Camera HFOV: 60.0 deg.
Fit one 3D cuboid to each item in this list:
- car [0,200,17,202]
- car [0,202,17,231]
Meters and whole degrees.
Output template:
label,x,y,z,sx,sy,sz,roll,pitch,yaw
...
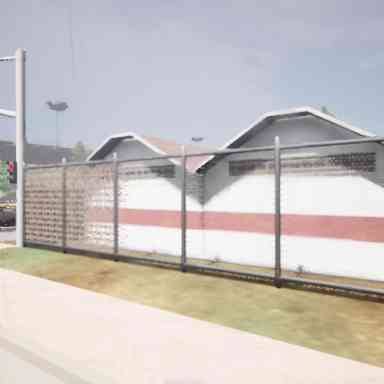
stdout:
label,x,y,z,sx,sy,sz,roll,pitch,yaw
car,-22.093,1.694,36.500,2.128,1.511,4.902,0,0,34
car,-11.311,1.601,20.864,2.128,1.511,4.902,-1,0,32
